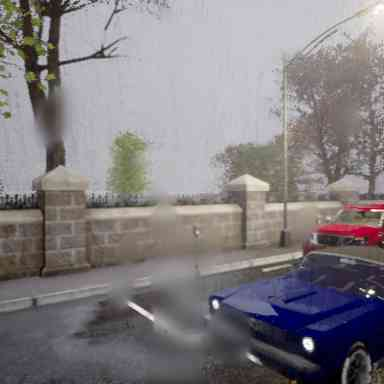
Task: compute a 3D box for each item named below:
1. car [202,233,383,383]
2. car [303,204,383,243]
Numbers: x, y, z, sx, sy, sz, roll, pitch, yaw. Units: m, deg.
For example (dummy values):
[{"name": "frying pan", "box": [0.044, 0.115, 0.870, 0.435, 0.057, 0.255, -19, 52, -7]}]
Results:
[{"name": "car", "box": [2.482, 1.605, 5.146, 4.718, 1.301, 1.895, 0, 0, -35]}, {"name": "car", "box": [5.722, 1.324, 10.652, 5.009, 1.841, 2.192, 0, 0, -36]}]
